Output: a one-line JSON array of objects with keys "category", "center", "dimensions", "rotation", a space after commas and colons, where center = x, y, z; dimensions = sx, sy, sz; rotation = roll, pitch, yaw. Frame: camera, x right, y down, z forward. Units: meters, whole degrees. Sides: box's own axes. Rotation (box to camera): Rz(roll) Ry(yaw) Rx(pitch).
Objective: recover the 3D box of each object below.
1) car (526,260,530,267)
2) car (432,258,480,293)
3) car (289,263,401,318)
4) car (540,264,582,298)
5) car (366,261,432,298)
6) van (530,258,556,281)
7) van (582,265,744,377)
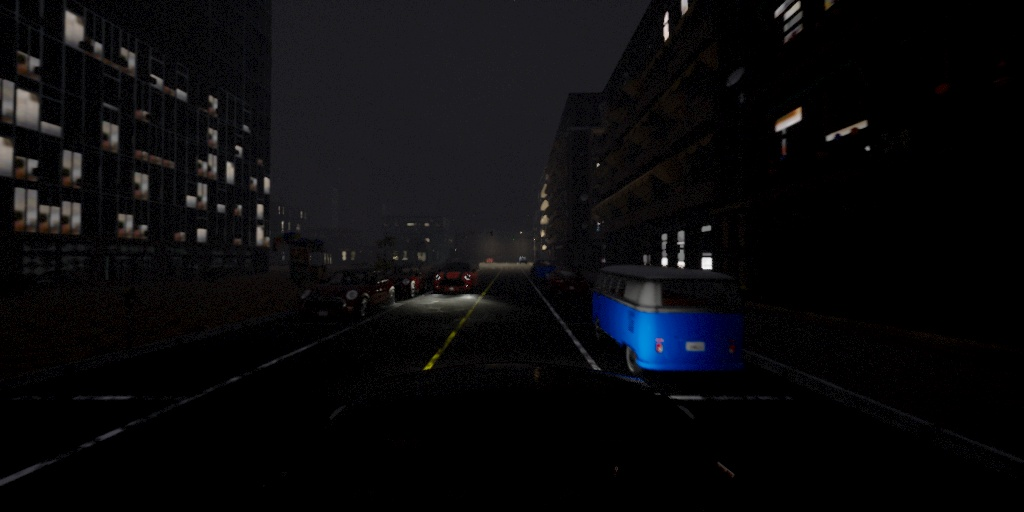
[{"category": "car", "center": [2.685, 1.318, 35.355], "dimensions": [1.948, 1.339, 4.313], "rotation": [0, 0, 0]}, {"category": "car", "center": [-3.104, 1.107, 20.729], "dimensions": [2.097, 1.767, 4.553], "rotation": [0, 0, 0]}, {"category": "car", "center": [-5.664, 1.194, 12.737], "dimensions": [1.967, 1.591, 4.097], "rotation": [0, 0, 0]}, {"category": "car", "center": [2.689, 1.300, 18.417], "dimensions": [1.888, 1.381, 4.507], "rotation": [0, 0, 0]}, {"category": "car", "center": [-5.660, 1.195, 18.383], "dimensions": [1.967, 1.591, 4.097], "rotation": [0, 0, 0]}, {"category": "van", "center": [2.687, 1.095, 29.709], "dimensions": [1.690, 1.789, 3.998], "rotation": [0, 0, 0]}, {"category": "van", "center": [2.690, 1.093, 7.123], "dimensions": [1.690, 1.789, 3.998], "rotation": [0, 0, 0]}]
